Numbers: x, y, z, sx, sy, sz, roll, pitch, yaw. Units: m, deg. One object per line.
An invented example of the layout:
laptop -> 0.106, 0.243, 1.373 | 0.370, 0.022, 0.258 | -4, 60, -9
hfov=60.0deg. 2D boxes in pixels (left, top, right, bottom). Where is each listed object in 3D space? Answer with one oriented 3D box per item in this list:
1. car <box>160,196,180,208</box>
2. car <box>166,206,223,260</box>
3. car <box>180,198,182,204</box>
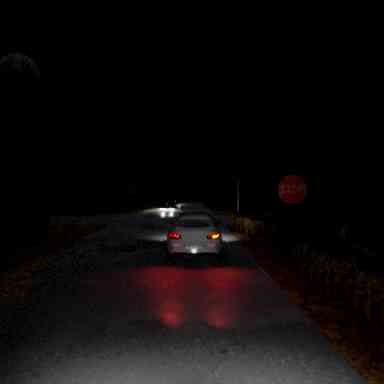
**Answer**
car -> -3.168, 1.362, 44.335 | 2.128, 1.511, 4.902 | 0, -1, 0
car -> 0.112, 1.462, 12.052 | 1.812, 1.442, 4.674 | 0, 0, 1
car -> -3.079, 1.535, 63.355 | 1.812, 1.442, 4.674 | 0, 0, 0
